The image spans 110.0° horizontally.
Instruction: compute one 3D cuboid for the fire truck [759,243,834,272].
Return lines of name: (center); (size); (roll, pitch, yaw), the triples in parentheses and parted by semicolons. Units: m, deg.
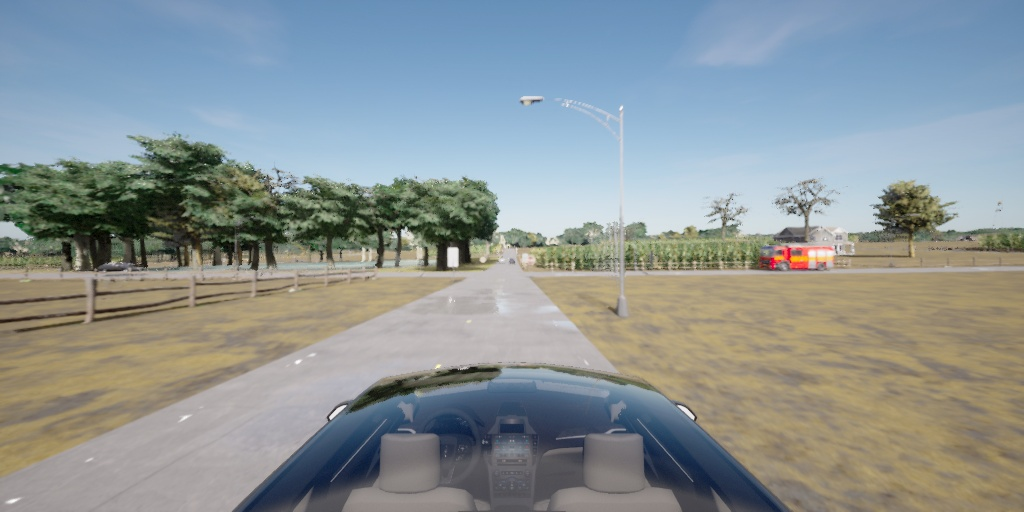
fire truck: (39.376, 0.153, 49.824); (8.468, 3.827, 2.891); (-1, 2, 0)
